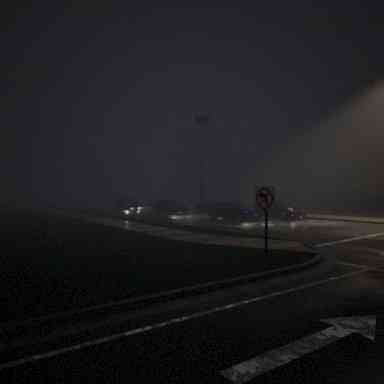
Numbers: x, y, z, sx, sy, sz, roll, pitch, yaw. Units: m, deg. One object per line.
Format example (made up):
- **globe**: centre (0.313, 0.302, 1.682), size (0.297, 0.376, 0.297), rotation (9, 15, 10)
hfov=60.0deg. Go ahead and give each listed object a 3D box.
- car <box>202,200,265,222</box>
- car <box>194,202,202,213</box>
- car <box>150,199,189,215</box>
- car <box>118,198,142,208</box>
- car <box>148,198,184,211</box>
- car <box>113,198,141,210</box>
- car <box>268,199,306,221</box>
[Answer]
- **car**: centre (3.309, 1.478, 26.800), size (1.882, 1.535, 5.008), rotation (0, 0, -36)
- **car**: centre (2.035, 1.564, 34.500), size (1.994, 1.385, 4.181), rotation (0, 0, -36)
- **car**: centre (-2.301, 1.478, 34.505), size (1.882, 1.535, 5.008), rotation (0, 0, -36)
- **car**: centre (-9.442, 1.564, 50.373), size (1.994, 1.385, 4.181), rotation (0, 0, -36)
- **car**: centre (-3.408, 1.547, 41.975), size (2.033, 1.411, 5.357), rotation (0, 0, -36)
- **car**: centre (-8.687, 1.505, 43.310), size (1.837, 1.490, 4.892), rotation (0, 0, -36)
- **car**: centre (7.106, 1.352, 27.534), size (2.097, 1.767, 4.553), rotation (0, 0, -36)
